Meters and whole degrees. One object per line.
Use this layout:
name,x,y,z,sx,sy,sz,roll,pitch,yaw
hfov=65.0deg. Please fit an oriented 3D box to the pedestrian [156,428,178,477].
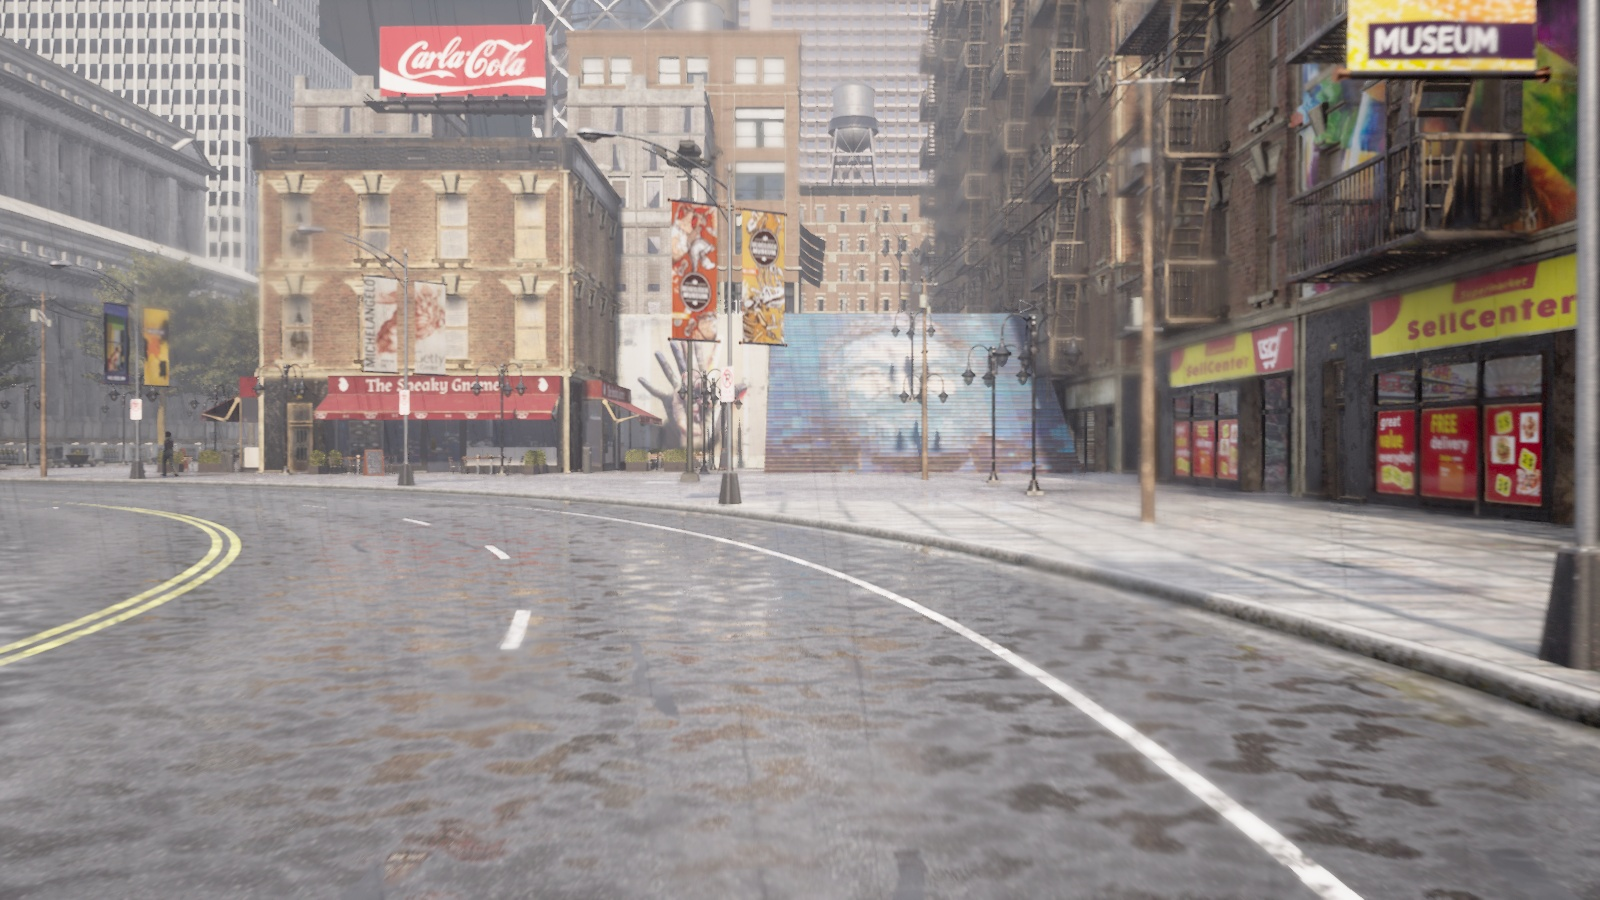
pedestrian,-25.165,0.104,49.935,0.666,1.930,0.402,0,0,17
